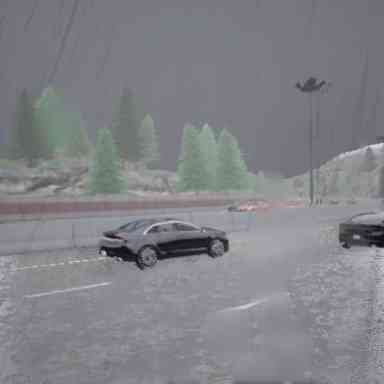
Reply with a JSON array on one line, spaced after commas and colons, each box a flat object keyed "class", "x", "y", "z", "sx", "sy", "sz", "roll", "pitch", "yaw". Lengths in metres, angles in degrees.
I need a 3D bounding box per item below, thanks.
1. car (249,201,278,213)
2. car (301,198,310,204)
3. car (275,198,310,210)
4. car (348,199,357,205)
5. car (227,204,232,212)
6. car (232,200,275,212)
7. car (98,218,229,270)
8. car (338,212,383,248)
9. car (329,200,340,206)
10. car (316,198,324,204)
[{"class": "car", "x": 10.071, "y": 2.025, "z": 46.612, "sx": 1.882, "sy": 1.535, "sz": 5.008, "roll": -1, "pitch": -1, "yaw": 40}, {"class": "car", "x": 28.830, "y": 2.285, "z": 84.597, "sx": 1.812, "sy": 1.442, "sz": 4.674, "roll": -1, "pitch": -1, "yaw": 23}, {"class": "car", "x": 11.341, "y": 1.764, "z": 37.476, "sx": 2.097, "sy": 1.767, "sz": 4.553, "roll": -1, "pitch": -1, "yaw": 43}, {"class": "car", "x": 34.094, "y": 2.152, "z": 70.598, "sx": 2.033, "sy": 1.411, "sz": 5.357, "roll": -1, "pitch": -1, "yaw": 27}, {"class": "car", "x": 7.012, "y": 1.954, "z": 48.412, "sx": 2.097, "sy": 1.767, "sz": 4.553, "roll": -1, "pitch": -1, "yaw": 41}, {"class": "car", "x": 7.082, "y": 1.810, "z": 38.041, "sx": 2.097, "sy": 1.767, "sz": 4.553, "roll": -1, "pitch": -1, "yaw": 44}, {"class": "car", "x": -0.815, "y": 1.665, "z": 11.730, "sx": 4.902, "sy": 1.511, "sz": 2.128, "roll": 0, "pitch": -1, "yaw": -38}, {"class": "car", "x": 8.250, "y": 1.604, "z": 14.553, "sx": 5.008, "sy": 1.535, "sz": 1.882, "roll": 0, "pitch": 0, "yaw": -42}, {"class": "car", "x": 30.284, "y": 2.266, "z": 70.769, "sx": 1.895, "sy": 1.301, "sz": 4.718, "roll": -1, "pitch": -1, "yaw": 27}, {"class": "car", "x": 32.088, "y": 2.248, "z": 83.320, "sx": 2.033, "sy": 1.411, "sz": 5.357, "roll": -1, "pitch": -1, "yaw": 23}]
